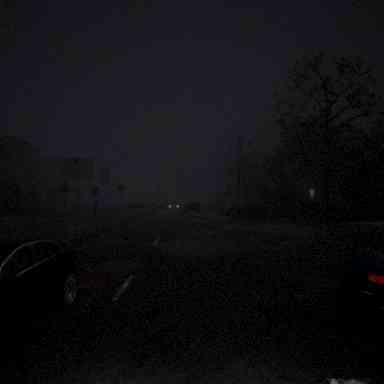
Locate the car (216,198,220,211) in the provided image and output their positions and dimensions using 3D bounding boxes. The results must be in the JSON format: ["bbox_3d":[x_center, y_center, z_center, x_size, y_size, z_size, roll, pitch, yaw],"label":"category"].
[{"bbox_3d":[5.040,1.578,33.416,4.674,1.452,2.002,0,0,0],"label":"car"}]

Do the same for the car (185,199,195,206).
[{"bbox_3d":[-0.390,2.207,71.702,2.128,1.511,4.902,0,-2,-1],"label":"car"}]

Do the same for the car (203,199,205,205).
[{"bbox_3d":[5.048,1.765,57.004,5.366,1.575,1.946,0,-1,0],"label":"car"}]

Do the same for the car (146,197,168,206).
[{"bbox_3d":[-7.549,2.073,72.844,4.553,1.767,2.185,0,-2,-1],"label":"car"}]

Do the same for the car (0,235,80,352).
[{"bbox_3d":[-3.289,1.501,5.152,2.128,1.511,4.902,0,0,1],"label":"car"}]

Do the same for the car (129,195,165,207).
[{"bbox_3d":[-7.571,1.720,54.747,5.366,1.575,1.946,0,-1,-1],"label":"car"}]

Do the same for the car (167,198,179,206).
[{"bbox_3d":[-3.584,2.007,66.760,1.882,1.535,5.008,0,-1,0],"label":"car"}]

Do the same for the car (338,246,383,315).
[{"bbox_3d":[5.081,1.530,5.910,4.674,1.452,2.002,0,0,0],"label":"car"}]

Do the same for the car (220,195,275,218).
[{"bbox_3d":[5.113,1.405,30.246,4.553,1.767,2.185,0,0,0],"label":"car"}]

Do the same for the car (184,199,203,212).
[{"bbox_3d":[0.016,1.554,40.087,1.882,1.535,5.008,0,0,0],"label":"car"}]

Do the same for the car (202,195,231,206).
[{"bbox_3d":[4.761,1.716,65.384,5.566,2.045,2.435,0,-2,-1],"label":"car"}]

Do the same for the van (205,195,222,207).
[{"bbox_3d":[4.770,1.490,54.212,4.442,1.987,1.878,0,-1,-1],"label":"van"}]
